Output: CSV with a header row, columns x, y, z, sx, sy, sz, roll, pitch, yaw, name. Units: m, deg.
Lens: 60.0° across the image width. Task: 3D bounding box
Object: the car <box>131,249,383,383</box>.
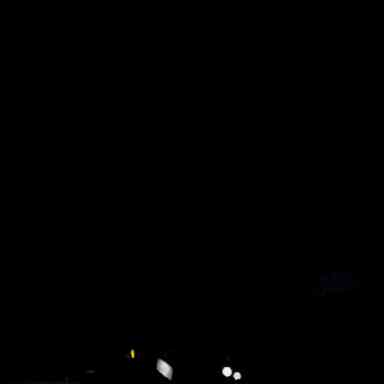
x,y,z,sx,sy,sz,roll,pitch,yaw,name
1.319,1.540,4.470,4.181,1.385,1.994,-1,0,-37,car
